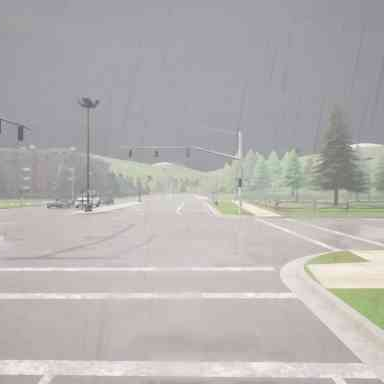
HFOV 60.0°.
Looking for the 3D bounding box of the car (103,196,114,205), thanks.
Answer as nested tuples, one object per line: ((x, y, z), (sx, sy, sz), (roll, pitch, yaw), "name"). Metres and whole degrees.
((-14.991, 1.492, 58.141), (2.128, 1.511, 4.902), (0, 0, 1), "car")

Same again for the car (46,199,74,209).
((-18.547, 1.601, 46.397), (1.895, 1.301, 4.718), (0, 0, 0), "car")

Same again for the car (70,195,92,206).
((-18.511, 1.352, 55.509), (2.097, 1.767, 4.553), (0, 0, 0), "car")

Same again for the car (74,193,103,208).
((-15.043, 1.221, 48.129), (2.150, 2.045, 5.566), (0, 0, 0), "car")
